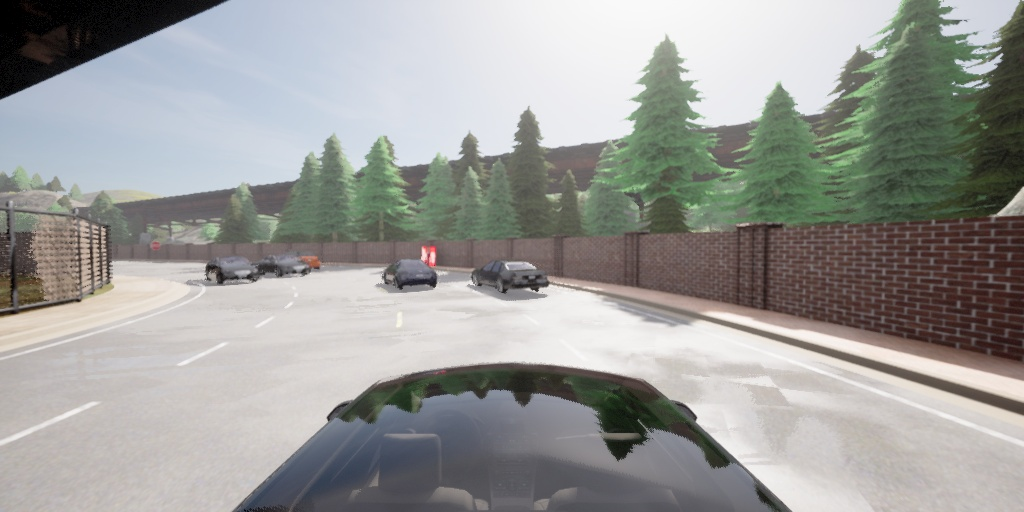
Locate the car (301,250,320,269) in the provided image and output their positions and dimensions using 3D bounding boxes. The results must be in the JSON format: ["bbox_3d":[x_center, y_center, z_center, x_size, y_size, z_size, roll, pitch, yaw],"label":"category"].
[{"bbox_3d":[-18.838,0.351,31.132,4.553,1.767,2.097,1,2,29],"label":"car"}]

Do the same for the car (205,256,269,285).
[{"bbox_3d":[-16.348,0.773,20.915,4.902,1.511,2.128,1,2,41],"label":"car"}]

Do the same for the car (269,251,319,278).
[{"bbox_3d":[-15.965,0.651,25.057,4.902,1.511,2.128,1,2,36],"label":"car"}]

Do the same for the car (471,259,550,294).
[{"bbox_3d":[-0.279,0.861,16.862,2.033,1.411,5.357,-1,2,-26],"label":"car"}]

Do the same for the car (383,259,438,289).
[{"bbox_3d":[-5.375,0.852,18.660,1.994,1.385,4.181,-1,2,-30],"label":"car"}]

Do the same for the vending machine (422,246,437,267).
[{"bbox_3d":[-7.550,0.088,32.765,0.880,2.100,1.100,0,0,40],"label":"vending machine"}]
